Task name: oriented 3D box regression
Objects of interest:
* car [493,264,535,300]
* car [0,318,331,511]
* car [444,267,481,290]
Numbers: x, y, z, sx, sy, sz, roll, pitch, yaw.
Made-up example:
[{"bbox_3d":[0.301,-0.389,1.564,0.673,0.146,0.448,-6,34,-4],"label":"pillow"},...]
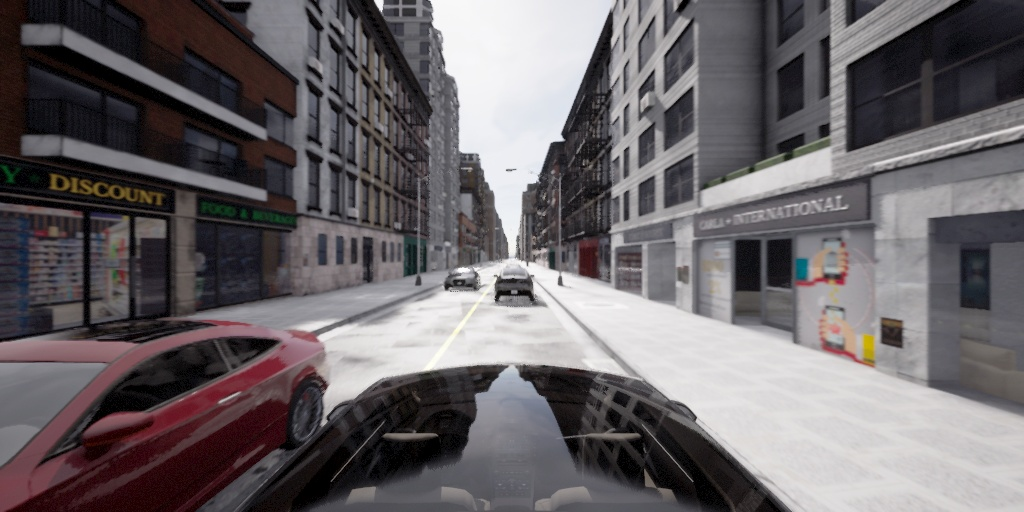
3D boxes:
[{"bbox_3d":[0.103,1.339,18.231,1.837,1.490,4.892,0,0,0],"label":"car"},{"bbox_3d":[-3.066,1.280,2.526,1.812,1.442,4.674,0,0,0],"label":"car"},{"bbox_3d":[-3.095,1.419,23.037,1.994,1.385,4.181,0,0,0],"label":"car"}]
